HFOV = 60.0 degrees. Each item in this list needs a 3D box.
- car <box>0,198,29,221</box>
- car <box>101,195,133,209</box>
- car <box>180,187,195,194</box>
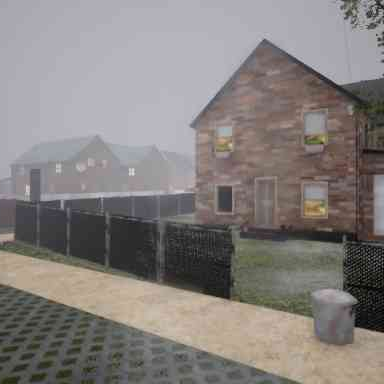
[{"bbox_3d":[-12.143,1.181,21.271,1.882,1.535,5.008,0,1,32],"label":"car"},{"bbox_3d":[-6.529,0.985,29.784,1.812,1.442,4.674,0,1,34],"label":"car"},{"bbox_3d":[0.419,0.387,40.215,2.150,2.045,5.566,0,1,34],"label":"car"}]
